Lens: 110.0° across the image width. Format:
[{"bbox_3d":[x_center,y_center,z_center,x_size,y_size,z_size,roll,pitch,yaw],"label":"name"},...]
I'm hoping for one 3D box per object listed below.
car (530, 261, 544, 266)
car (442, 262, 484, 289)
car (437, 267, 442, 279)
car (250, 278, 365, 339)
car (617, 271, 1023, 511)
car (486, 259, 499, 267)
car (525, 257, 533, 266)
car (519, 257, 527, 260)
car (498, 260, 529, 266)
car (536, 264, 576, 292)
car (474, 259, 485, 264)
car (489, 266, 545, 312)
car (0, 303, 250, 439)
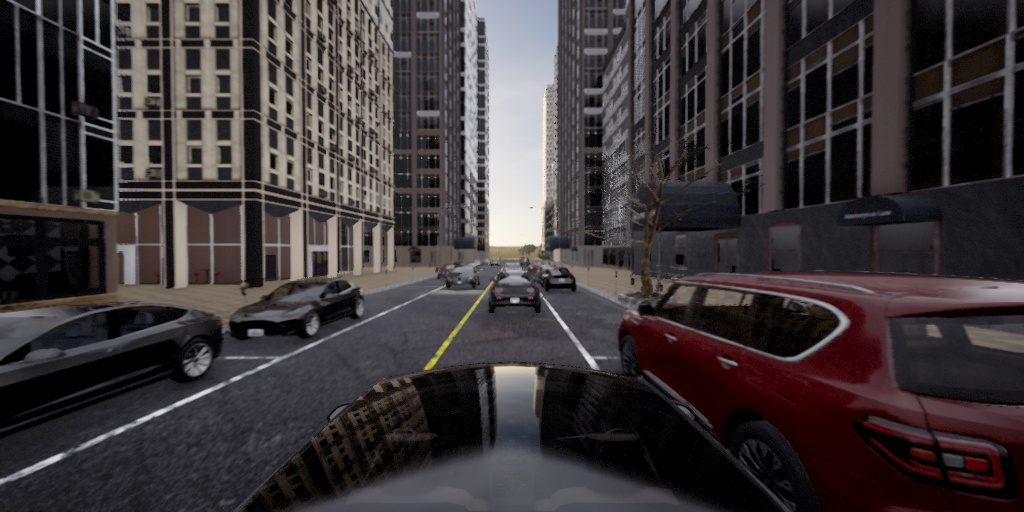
[{"bbox_3d":[2.696,1.322,27.065,2.007,1.370,4.403,0,0,0],"label":"car"},{"bbox_3d":[-3.096,1.294,23.450,1.812,1.442,4.674,0,0,0],"label":"car"},{"bbox_3d":[-5.652,1.358,32.802,1.802,1.307,4.207,0,0,0],"label":"car"},{"bbox_3d":[-5.656,1.323,10.107,1.948,1.339,4.313,0,0,0],"label":"car"},{"bbox_3d":[2.731,1.067,3.881,2.192,1.841,5.009,0,0,0],"label":"car"},{"bbox_3d":[-3.002,1.327,65.250,2.033,1.411,5.357,0,0,0],"label":"car"},{"bbox_3d":[2.698,1.219,38.414,1.967,1.591,4.097,0,0,0],"label":"car"},{"bbox_3d":[2.362,1.307,64.569,1.812,1.442,4.674,0,0,0],"label":"car"},{"bbox_3d":[0.105,1.322,30.940,2.033,1.411,5.357,0,0,0],"label":"car"},{"bbox_3d":[2.695,1.333,21.391,1.948,1.339,4.313,0,0,0],"label":"car"},{"bbox_3d":[-5.665,1.307,55.328,1.751,1.417,4.829,0,0,0],"label":"car"},{"bbox_3d":[0.098,1.287,14.055,1.812,1.442,4.674,0,0,0],"label":"car"},{"bbox_3d":[-5.827,1.318,4.432,1.948,1.339,4.313,0,0,0],"label":"car"}]
